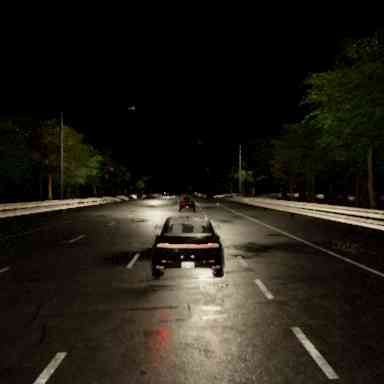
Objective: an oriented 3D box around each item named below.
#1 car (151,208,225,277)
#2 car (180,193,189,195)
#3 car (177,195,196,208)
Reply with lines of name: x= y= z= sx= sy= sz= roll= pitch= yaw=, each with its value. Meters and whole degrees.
car: x=-0.129 y=1.476 z=10.137 sx=2.128 sy=1.511 sz=4.902 roll=0 pitch=0 yaw=-1
car: x=-0.944 y=1.422 z=64.990 sx=1.812 sy=1.442 sz=4.674 roll=0 pitch=0 yaw=-1
car: x=-0.572 y=1.443 z=39.850 sx=1.837 sy=1.490 sz=4.892 roll=0 pitch=0 yaw=-1
